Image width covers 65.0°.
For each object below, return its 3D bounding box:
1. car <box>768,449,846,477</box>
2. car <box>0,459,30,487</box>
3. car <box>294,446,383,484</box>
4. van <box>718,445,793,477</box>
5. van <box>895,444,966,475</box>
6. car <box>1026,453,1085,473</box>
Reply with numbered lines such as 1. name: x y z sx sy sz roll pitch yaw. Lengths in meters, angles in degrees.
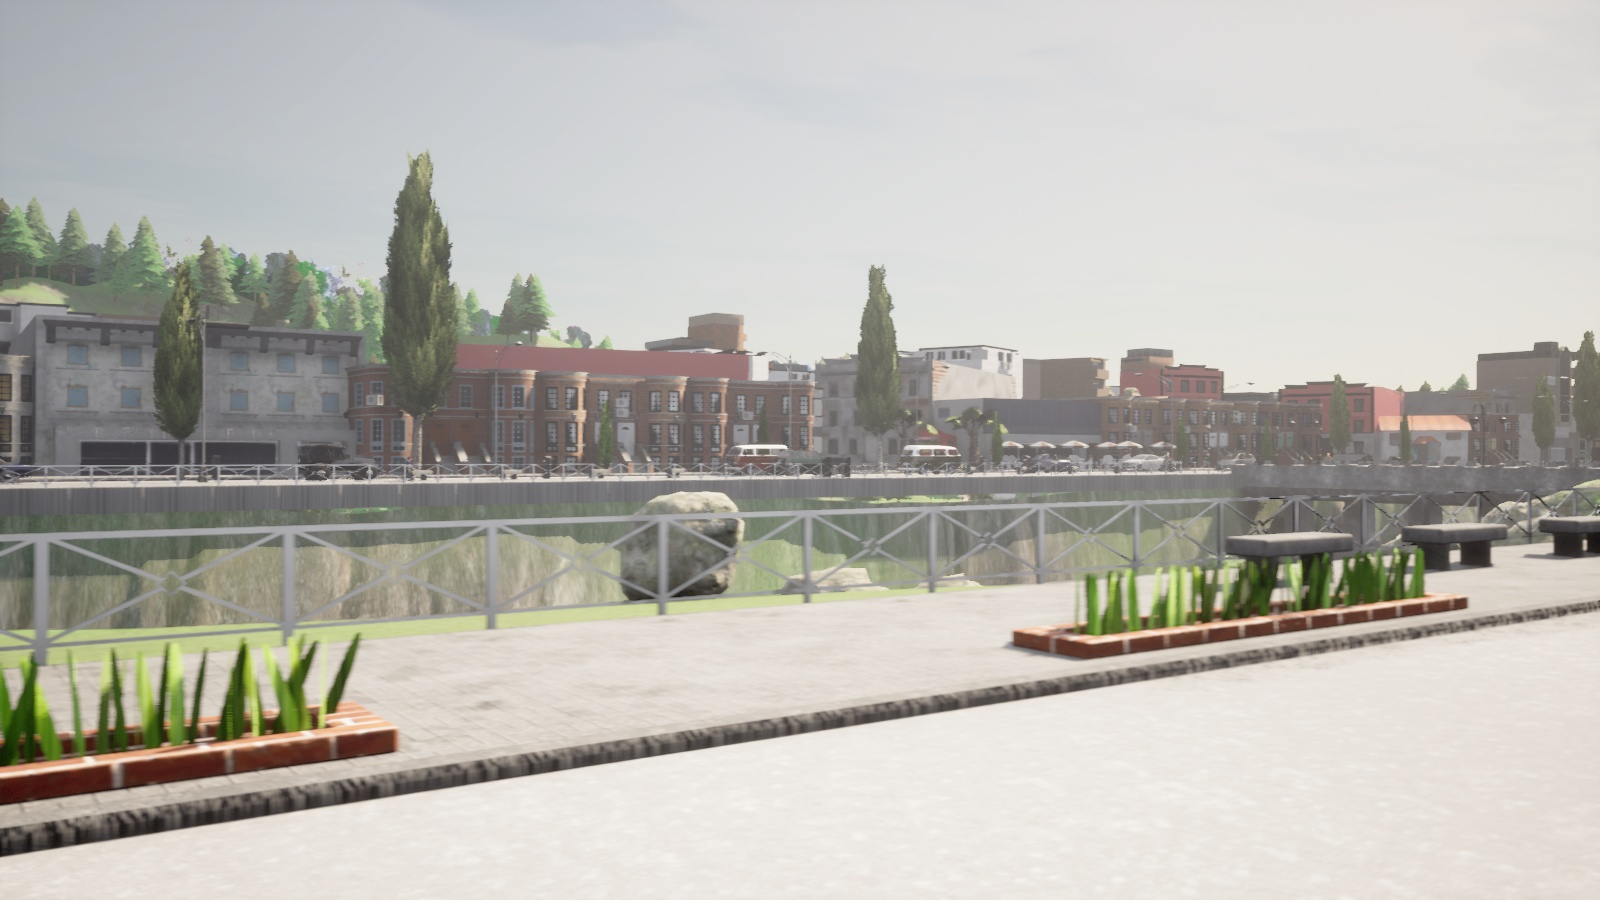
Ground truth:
1. car: 0.454 0.797 79.717 4.553 1.767 2.097 0 0 -34
2. car: -38.182 1.067 57.677 4.718 1.301 1.895 0 0 -35
3. car: -23.223 0.744 63.222 3.866 1.878 1.905 0 0 -35
4. van: -2.885 0.676 82.255 4.480 2.038 2.069 0 0 -35
5. van: 8.895 0.662 85.611 4.480 2.038 2.069 -1 0 -34
6. car: 18.814 0.945 92.494 4.193 1.474 1.816 0 0 -35
